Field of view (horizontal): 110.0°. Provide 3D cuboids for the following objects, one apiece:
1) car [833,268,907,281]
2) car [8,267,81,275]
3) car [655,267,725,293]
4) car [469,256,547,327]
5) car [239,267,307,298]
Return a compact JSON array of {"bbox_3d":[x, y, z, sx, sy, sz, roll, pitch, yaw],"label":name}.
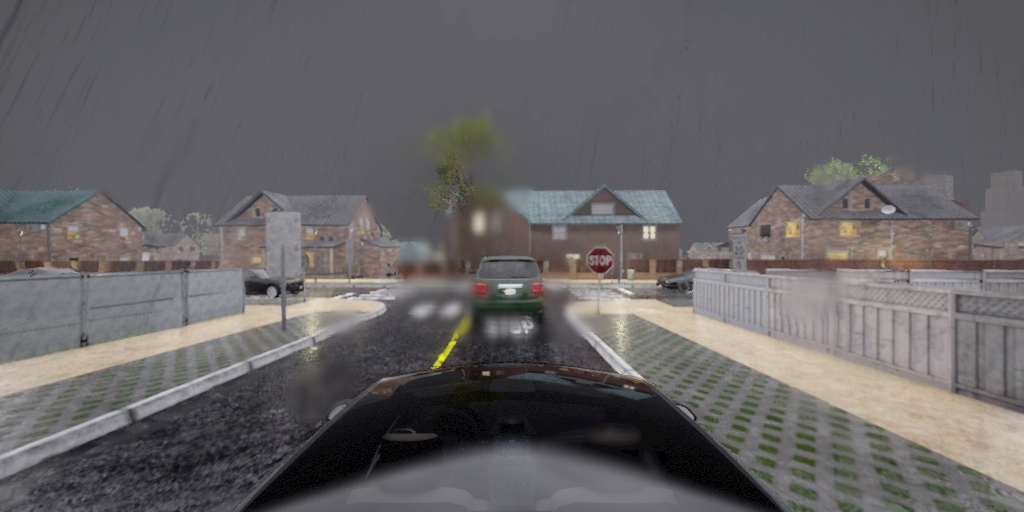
[{"bbox_3d":[18.522,1.392,17.727,4.674,1.442,1.812,0,1,2],"label":"car"},{"bbox_3d":[-24.330,1.353,19.113,5.008,1.535,1.882,0,1,1],"label":"car"},{"bbox_3d":[11.340,1.363,20.916,5.357,1.411,2.033,0,1,2],"label":"car"},{"bbox_3d":[-0.238,1.036,12.029,2.150,2.045,5.566,0,0,-4],"label":"car"},{"bbox_3d":[-13.421,1.356,18.730,5.008,1.535,1.882,0,1,3],"label":"car"}]
